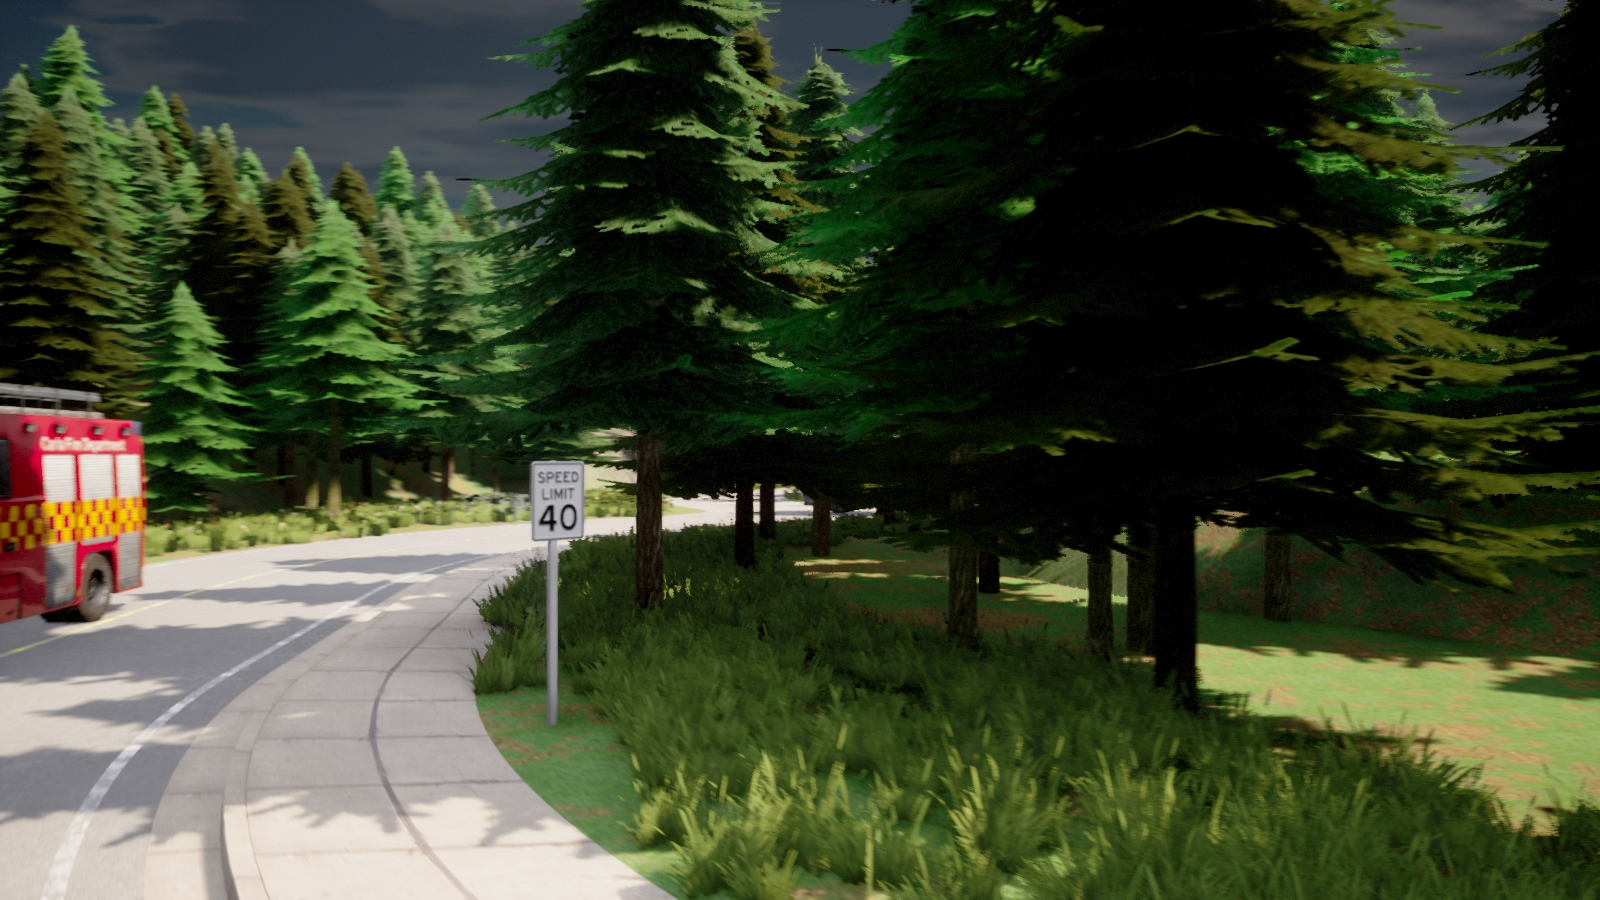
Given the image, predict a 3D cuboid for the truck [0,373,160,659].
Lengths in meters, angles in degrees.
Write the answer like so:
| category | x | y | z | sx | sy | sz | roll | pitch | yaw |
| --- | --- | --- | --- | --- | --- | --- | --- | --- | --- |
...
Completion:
| category | x | y | z | sx | sy | sz | roll | pitch | yaw |
| --- | --- | --- | --- | --- | --- | --- | --- | --- | --- |
| truck | -12.269 | 0.885 | 15.934 | 2.891 | 3.827 | 8.468 | 0 | 0 | -7 |
